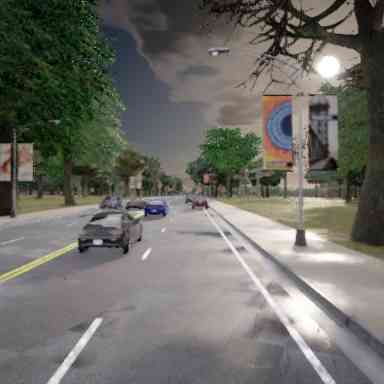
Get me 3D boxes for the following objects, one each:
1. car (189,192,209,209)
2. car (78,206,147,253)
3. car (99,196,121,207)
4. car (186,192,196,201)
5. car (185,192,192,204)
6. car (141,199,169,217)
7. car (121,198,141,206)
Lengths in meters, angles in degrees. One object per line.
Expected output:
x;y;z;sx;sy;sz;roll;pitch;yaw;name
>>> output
1.034;1.266;43.257;2.097;1.767;4.553;0;0;0;car
-3.151;1.504;13.434;1.812;1.442;4.674;0;0;0;car
-9.931;1.273;41.019;2.097;1.767;4.553;0;0;0;car
-0.226;0.954;78.718;2.150;2.045;5.566;0;0;0;car
-0.162;1.226;60.673;2.097;1.767;4.553;0;0;0;car
-3.209;1.423;30.645;1.882;1.535;5.008;0;0;0;car
-6.684;1.472;39.846;2.033;1.411;5.357;0;0;0;car
